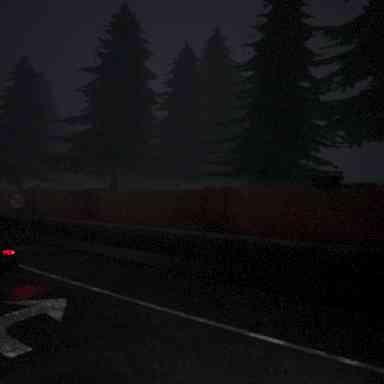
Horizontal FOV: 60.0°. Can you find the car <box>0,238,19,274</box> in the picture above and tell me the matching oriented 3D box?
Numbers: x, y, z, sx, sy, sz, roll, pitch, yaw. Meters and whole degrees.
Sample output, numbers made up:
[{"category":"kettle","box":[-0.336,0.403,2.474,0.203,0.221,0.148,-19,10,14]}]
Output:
[{"category":"car","box":[-6.873,1.558,9.471,5.357,1.411,2.033,0,0,40]}]
